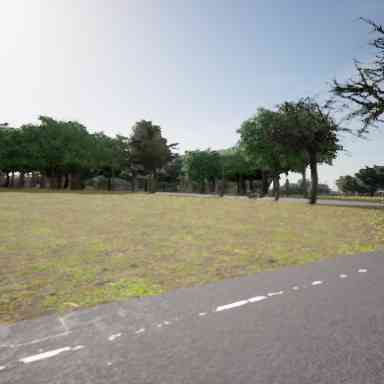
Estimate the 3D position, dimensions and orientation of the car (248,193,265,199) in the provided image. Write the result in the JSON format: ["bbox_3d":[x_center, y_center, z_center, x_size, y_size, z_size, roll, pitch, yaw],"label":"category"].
[{"bbox_3d":[15.545,0.901,80.581,1.994,1.385,4.181,0,2,-34],"label":"car"}]
